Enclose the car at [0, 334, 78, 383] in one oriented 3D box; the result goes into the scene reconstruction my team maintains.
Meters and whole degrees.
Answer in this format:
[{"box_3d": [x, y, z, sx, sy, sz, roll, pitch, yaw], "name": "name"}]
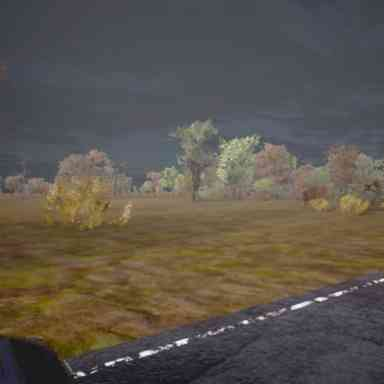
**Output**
[{"box_3d": [-2.622, 1.558, 1.507, 4.181, 1.385, 1.994, 0, 0, -36], "name": "car"}]
